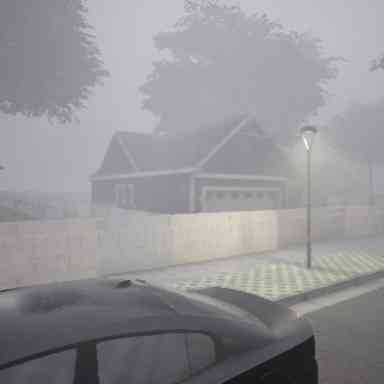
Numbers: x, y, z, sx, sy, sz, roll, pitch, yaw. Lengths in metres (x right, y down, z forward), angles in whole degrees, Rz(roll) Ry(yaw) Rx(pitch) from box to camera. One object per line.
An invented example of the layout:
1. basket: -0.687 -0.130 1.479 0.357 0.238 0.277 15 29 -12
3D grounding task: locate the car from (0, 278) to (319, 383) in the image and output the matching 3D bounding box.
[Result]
1. car: -1.222 1.478 2.213 5.008 1.535 1.882 0 0 -35
